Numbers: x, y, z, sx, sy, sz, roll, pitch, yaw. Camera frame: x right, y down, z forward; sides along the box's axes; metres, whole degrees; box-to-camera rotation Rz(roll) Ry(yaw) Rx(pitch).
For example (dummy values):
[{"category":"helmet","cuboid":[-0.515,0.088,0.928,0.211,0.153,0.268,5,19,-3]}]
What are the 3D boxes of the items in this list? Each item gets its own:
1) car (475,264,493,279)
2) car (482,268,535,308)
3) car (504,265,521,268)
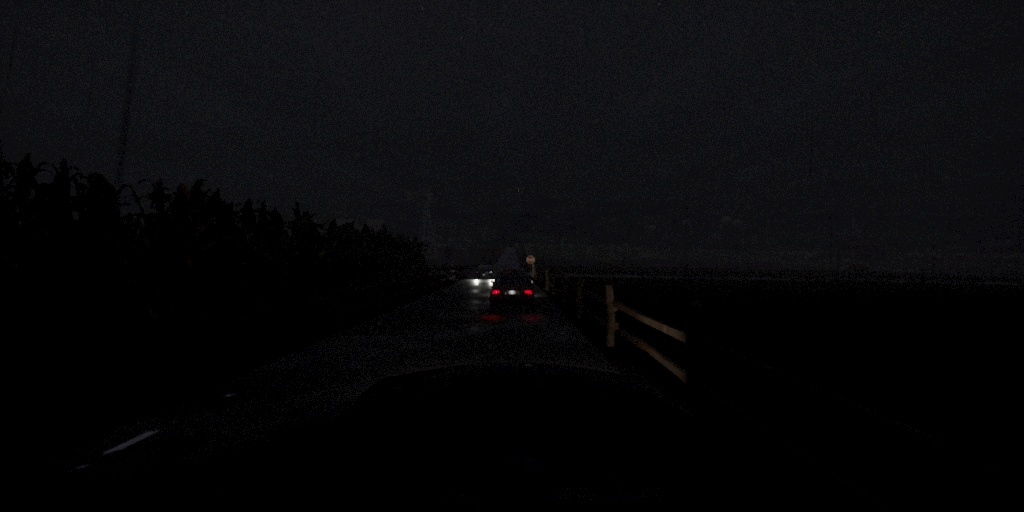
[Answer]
[{"category":"car","cuboid":[-2.750,1.592,37.187,1.812,1.442,4.674,0,-1,0]},{"category":"car","cuboid":[0.003,1.425,15.823,2.033,1.411,5.357,0,0,0]},{"category":"car","cuboid":[0.009,1.493,31.330,1.882,1.535,5.008,0,0,0]}]
